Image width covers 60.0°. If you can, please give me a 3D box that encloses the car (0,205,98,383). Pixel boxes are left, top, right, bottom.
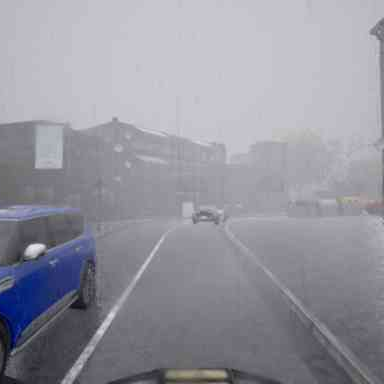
[{"bbox_3d":[-3.097,1.244,5.047,2.150,2.045,5.566,0,-1,0],"label":"car"}]

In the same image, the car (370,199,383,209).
[{"bbox_3d":[29.232,1.749,49.723,2.002,1.452,4.674,-3,-2,-12],"label":"car"}]

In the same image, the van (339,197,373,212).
[{"bbox_3d":[23.785,1.777,48.457,1.878,1.987,4.442,-3,-2,-12],"label":"van"}]

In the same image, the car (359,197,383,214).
[{"bbox_3d":[21.067,1.439,35.440,2.435,2.045,5.566,-2,-2,-12],"label":"car"}]

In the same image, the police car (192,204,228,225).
[{"bbox_3d":[1.501,1.711,26.150,2.038,1.542,4.974,-1,-2,16],"label":"police car"}]

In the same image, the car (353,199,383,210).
[{"bbox_3d":[26.503,1.863,49.149,2.231,1.521,4.892,-3,-2,-12],"label":"car"}]
